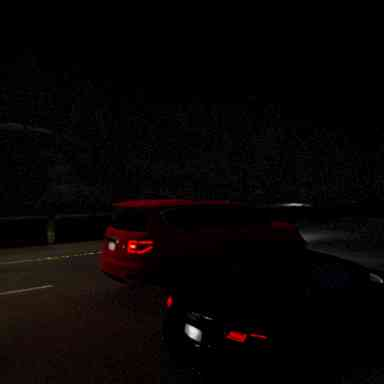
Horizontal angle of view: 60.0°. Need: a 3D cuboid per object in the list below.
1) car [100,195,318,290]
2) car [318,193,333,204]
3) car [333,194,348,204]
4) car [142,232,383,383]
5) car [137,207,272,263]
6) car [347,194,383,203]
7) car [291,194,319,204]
[{"bbox_3d":[0.518,1.194,8.429,5.566,2.045,2.150,0,0,-36],"label":"car"},{"bbox_3d":[19.492,0.980,47.963,5.008,1.535,1.882,-1,1,-35],"label":"car"},{"bbox_3d":[22.075,0.984,45.500,4.902,1.511,2.128,-1,1,-35],"label":"car"},{"bbox_3d":[1.642,1.543,4.917,4.181,1.385,1.994,0,0,-35],"label":"car"},{"bbox_3d":[0.585,1.449,12.761,4.902,1.511,2.128,-1,0,-36],"label":"car"},{"bbox_3d":[21.618,1.044,40.883,4.892,1.490,1.837,-1,1,-35],"label":"car"},{"bbox_3d":[17.246,1.071,50.644,4.181,1.385,1.994,-1,1,-35],"label":"car"}]
